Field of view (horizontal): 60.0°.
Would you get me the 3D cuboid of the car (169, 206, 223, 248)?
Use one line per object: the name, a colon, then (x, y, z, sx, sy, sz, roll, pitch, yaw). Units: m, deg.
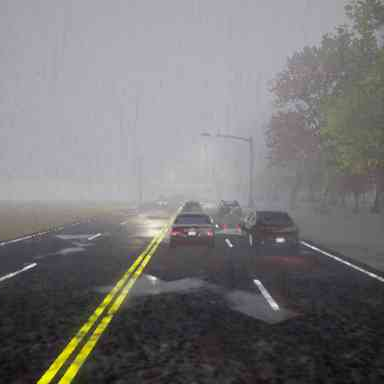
car: (0.000, 1.559, 14.650, 2.033, 1.411, 5.357, 0, 0, 0)

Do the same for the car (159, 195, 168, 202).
car: (-6.500, 1.390, 75.936, 2.128, 1.511, 4.902, 0, 0, 0)

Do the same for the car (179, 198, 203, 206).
car: (0.000, 1.520, 29.650, 1.812, 1.442, 4.674, 0, 0, 0)

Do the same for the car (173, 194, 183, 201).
car: (-3.250, 1.220, 75.967, 2.097, 1.767, 4.553, 0, 0, 0)

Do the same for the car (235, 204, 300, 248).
car: (3.242, 1.504, 14.648, 1.837, 1.490, 4.892, -1, 0, 0)

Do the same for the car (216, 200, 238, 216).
car: (3.245, 1.475, 29.652, 2.128, 1.511, 4.902, 0, 0, 0)
